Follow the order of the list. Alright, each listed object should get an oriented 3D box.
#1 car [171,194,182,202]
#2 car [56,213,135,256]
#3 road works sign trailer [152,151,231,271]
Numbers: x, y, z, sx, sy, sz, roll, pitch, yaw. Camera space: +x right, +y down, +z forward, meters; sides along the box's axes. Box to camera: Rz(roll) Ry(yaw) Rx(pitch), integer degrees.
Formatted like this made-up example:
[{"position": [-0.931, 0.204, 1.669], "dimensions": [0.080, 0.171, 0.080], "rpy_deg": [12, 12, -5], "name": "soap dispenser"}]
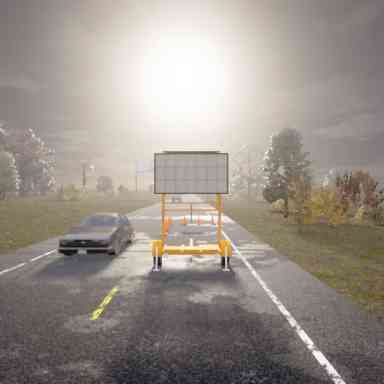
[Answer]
[{"position": [-3.636, 1.277, 77.905], "dimensions": [2.150, 2.045, 5.566], "rpy_deg": [0, 0, 0], "name": "car"}, {"position": [-3.523, 1.549, 13.342], "dimensions": [2.033, 1.411, 5.357], "rpy_deg": [0, 0, 0], "name": "car"}, {"position": [-0.019, 0.465, 10.890], "dimensions": [2.380, 3.560, 2.880], "rpy_deg": [0, 0, 0], "name": "road works sign trailer"}]
